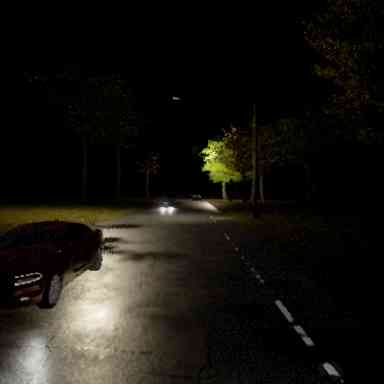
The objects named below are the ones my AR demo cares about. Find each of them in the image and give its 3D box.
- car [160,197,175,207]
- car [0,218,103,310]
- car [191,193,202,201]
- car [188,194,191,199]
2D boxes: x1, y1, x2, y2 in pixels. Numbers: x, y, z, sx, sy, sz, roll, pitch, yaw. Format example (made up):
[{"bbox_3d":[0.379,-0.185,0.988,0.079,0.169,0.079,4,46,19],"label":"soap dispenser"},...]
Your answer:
[{"bbox_3d":[-3.596,1.451,49.433,2.128,1.511,4.902,0,0,0],"label":"car"},{"bbox_3d":[-3.604,1.475,8.103,1.882,1.535,5.008,0,0,0],"label":"car"},{"bbox_3d":[1.205,1.373,75.857,1.812,1.442,4.674,0,0,0],"label":"car"},{"bbox_3d":[-0.025,1.255,93.658,1.994,1.385,4.181,0,0,0],"label":"car"}]
